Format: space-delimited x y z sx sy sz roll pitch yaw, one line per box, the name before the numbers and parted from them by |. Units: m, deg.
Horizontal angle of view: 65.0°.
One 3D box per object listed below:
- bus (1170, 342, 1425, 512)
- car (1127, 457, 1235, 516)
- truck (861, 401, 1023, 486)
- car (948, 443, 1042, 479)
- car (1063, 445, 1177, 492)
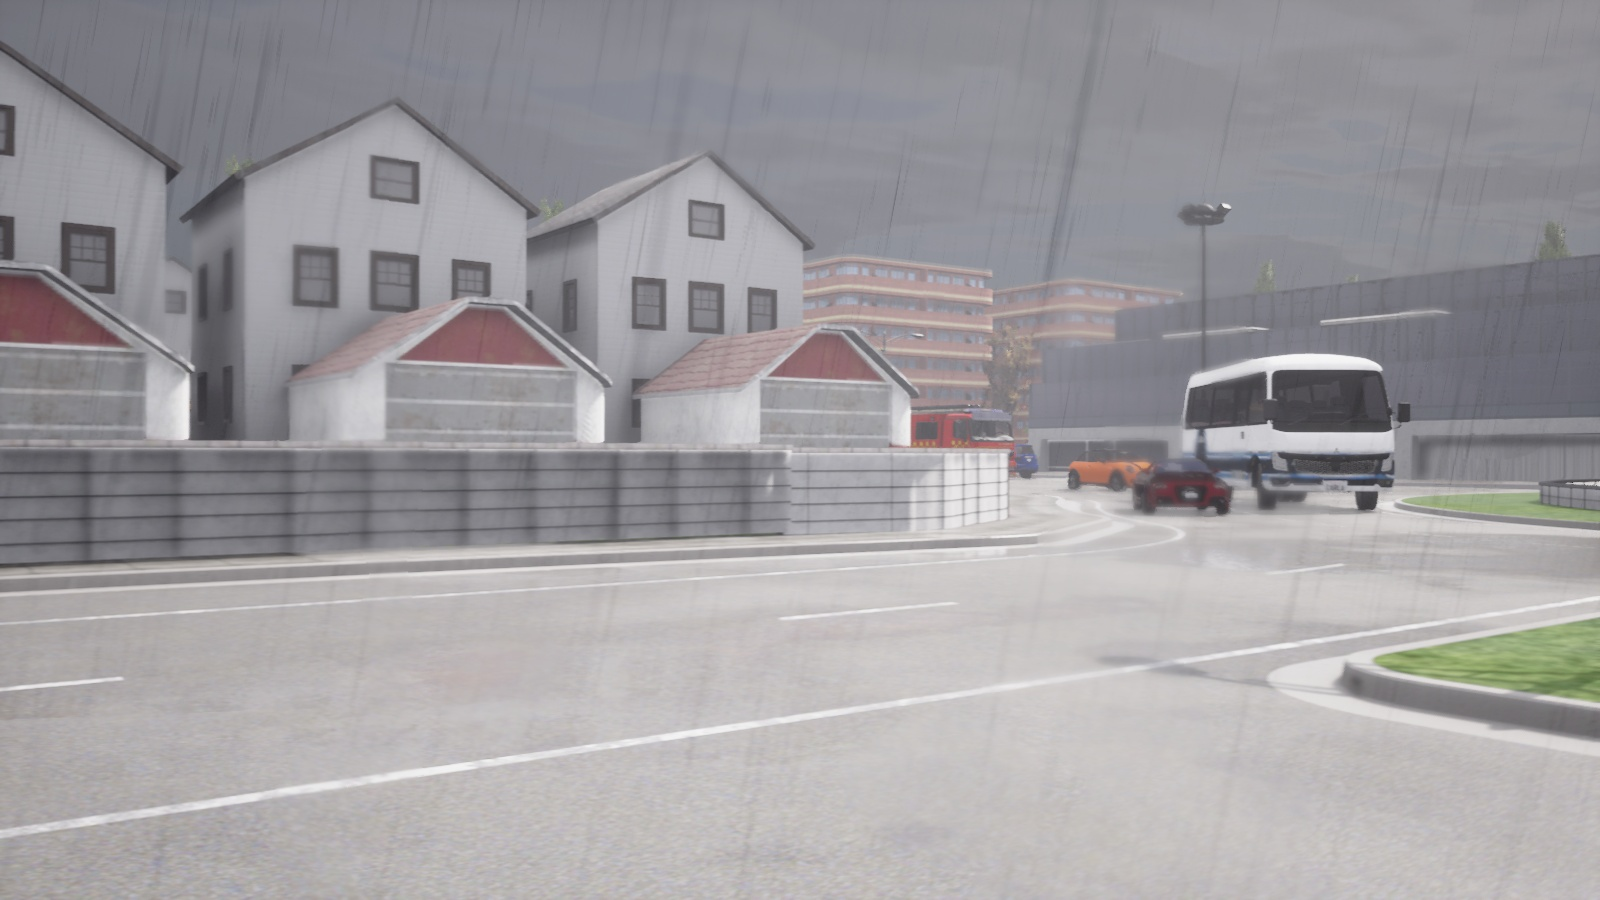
bus | 14.004 -0.571 36.690 3.944 4.253 10.273 0 0 4
car | 9.504 0.866 31.623 1.994 1.385 4.181 0 0 8
truck | 6.723 -0.285 60.878 2.891 3.827 8.468 0 0 -35
car | 11.433 0.621 74.047 2.150 2.045 5.566 0 0 -36
car | 12.536 0.699 49.563 2.097 1.767 4.553 0 0 -21
